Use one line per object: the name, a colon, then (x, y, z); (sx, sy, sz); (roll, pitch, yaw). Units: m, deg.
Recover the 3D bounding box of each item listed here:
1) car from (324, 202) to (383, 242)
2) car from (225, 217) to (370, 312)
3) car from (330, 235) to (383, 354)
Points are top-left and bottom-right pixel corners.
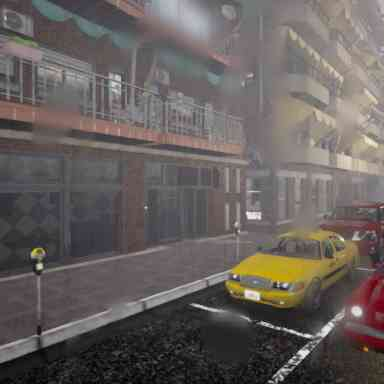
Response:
car: (6.198, 1.314, 12.229); (2.192, 1.841, 5.009); (0, 0, 39)
car: (2.598, 1.524, 7.816); (1.752, 1.417, 4.829); (0, 0, 39)
car: (4.009, 1.600, 5.430); (1.895, 1.301, 4.718); (0, 0, 39)
